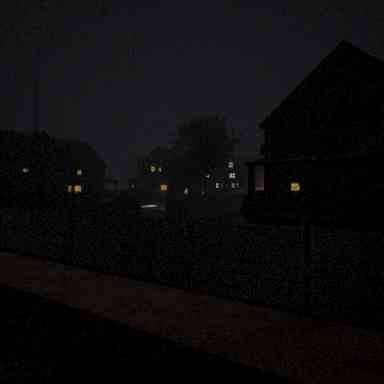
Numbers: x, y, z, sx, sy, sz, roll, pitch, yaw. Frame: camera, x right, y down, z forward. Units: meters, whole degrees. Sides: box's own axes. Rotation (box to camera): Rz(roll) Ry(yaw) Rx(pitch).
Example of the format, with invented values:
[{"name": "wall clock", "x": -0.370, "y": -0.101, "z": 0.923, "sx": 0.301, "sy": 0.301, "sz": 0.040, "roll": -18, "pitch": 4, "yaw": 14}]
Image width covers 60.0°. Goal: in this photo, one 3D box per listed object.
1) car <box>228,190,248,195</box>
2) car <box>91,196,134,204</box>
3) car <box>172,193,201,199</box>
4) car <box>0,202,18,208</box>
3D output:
[{"name": "car", "x": 6.876, "y": 0.409, "z": 47.187, "sx": 1.882, "sy": 1.535, "sz": 5.008, "roll": 1, "pitch": 2, "yaw": 36}, {"name": "car", "x": -6.681, "y": 1.038, "z": 28.362, "sx": 1.994, "sy": 1.385, "sz": 4.181, "roll": 1, "pitch": 2, "yaw": 36}, {"name": "car", "x": -0.564, "y": 0.791, "z": 36.891, "sx": 1.994, "sy": 1.385, "sz": 4.181, "roll": 1, "pitch": 2, "yaw": 36}, {"name": "car", "x": -12.434, "y": 1.310, "z": 20.211, "sx": 1.895, "sy": 1.301, "sz": 4.718, "roll": 1, "pitch": 2, "yaw": 33}]
